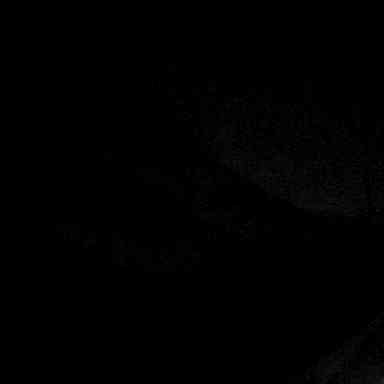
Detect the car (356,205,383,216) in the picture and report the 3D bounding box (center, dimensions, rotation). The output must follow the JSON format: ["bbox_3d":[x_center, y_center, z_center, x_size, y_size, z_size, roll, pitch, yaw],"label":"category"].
[{"bbox_3d":[24.383,2.560,46.392,2.033,1.411,5.357,-2,-2,12],"label":"car"}]
